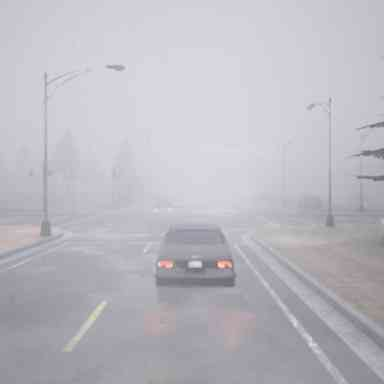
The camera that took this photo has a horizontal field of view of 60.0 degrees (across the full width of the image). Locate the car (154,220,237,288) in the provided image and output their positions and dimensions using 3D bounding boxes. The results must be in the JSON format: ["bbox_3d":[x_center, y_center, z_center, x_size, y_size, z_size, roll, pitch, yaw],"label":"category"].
[{"bbox_3d":[0.081,1.492,9.196,2.033,1.411,5.357,0,0,0],"label":"car"}]

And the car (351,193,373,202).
[{"bbox_3d":[29.137,0.977,57.886,1.845,1.501,3.633,0,0,0],"label":"car"}]

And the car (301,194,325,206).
[{"bbox_3d":[17.032,1.106,47.019,1.970,1.475,3.806,0,0,0],"label":"car"}]

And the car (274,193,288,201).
[{"bbox_3d":[17.371,0.942,65.682,2.152,1.636,5.027,0,0,0],"label":"car"}]

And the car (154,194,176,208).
[{"bbox_3d":[-3.567,1.100,42.383,2.097,1.767,4.553,0,0,0],"label":"car"}]

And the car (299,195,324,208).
[{"bbox_3d":[13.975,1.139,39.630,1.845,1.501,3.633,0,0,0],"label":"car"}]

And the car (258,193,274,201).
[{"bbox_3d":[14.234,0.951,65.662,2.007,1.523,4.514,0,0,0],"label":"car"}]

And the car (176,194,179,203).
[{"bbox_3d":[-3.498,1.115,61.167,1.882,1.535,5.008,0,0,1],"label":"car"}]
